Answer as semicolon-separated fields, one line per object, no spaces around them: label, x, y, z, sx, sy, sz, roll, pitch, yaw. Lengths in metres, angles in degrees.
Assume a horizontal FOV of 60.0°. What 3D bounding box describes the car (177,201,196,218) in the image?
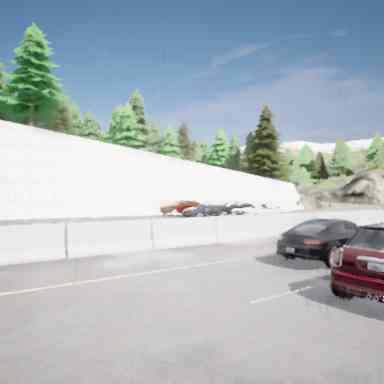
car;1.148;1.751;30.489;4.181;1.385;1.994;1;0;-36

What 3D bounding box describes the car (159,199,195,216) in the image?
car;-0.883;1.469;33.340;5.008;1.535;1.882;1;0;-36

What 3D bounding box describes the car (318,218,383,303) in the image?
car;5.152;1.437;7.424;4.553;1.767;2.097;1;0;-36

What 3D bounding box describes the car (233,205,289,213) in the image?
car;5.192;1.499;24.775;4.718;1.301;1.895;1;0;-36

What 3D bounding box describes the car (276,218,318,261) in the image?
car;4.885;1.632;11.534;4.674;1.442;1.812;1;0;-36

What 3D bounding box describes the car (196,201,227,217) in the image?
car;3.184;1.365;27.642;4.902;1.511;2.128;1;0;-36
